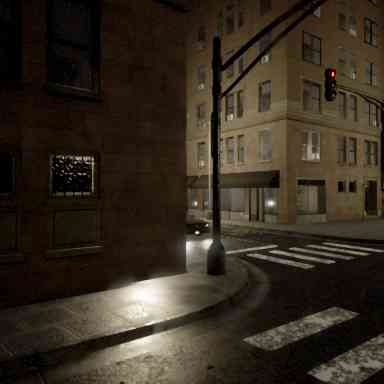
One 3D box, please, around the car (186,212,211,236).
[{"bbox_3d":[-1.298,1.515,17.757,2.033,1.411,5.357,0,0,-36],"label":"car"}]
